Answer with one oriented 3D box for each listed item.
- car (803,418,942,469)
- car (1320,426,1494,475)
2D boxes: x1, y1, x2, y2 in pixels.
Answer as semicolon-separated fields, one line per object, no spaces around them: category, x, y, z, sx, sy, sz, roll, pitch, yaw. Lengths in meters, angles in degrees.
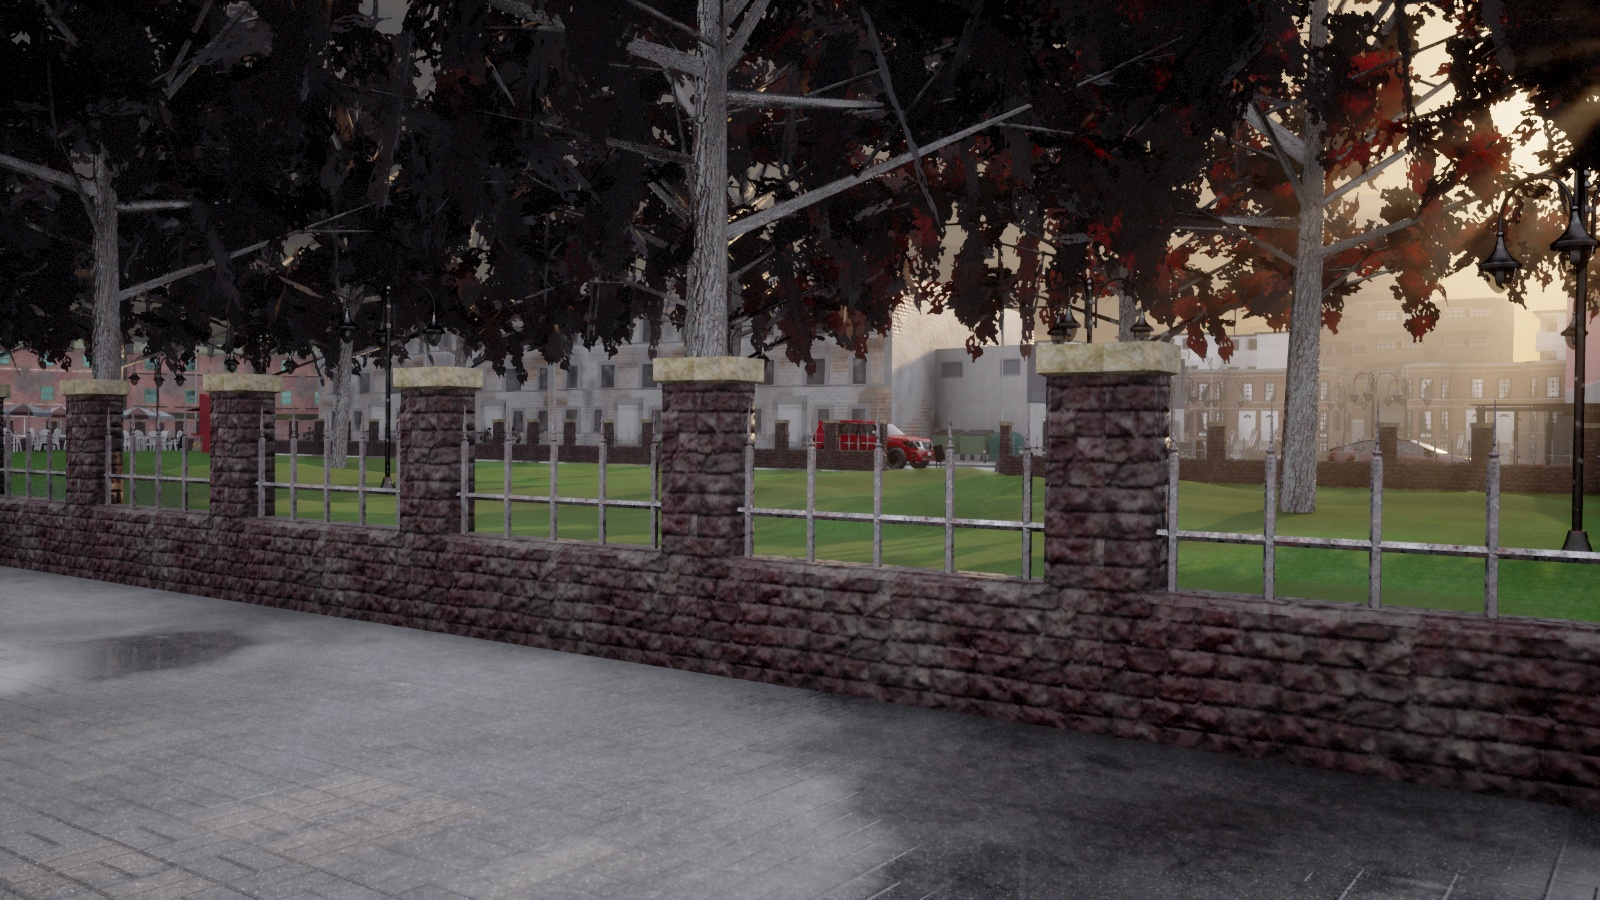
car;3.007;-0.298;52.797;5.566;2.045;2.150;0;1;36
car;19.728;-0.006;40.903;4.792;1.488;2.163;0;1;36
